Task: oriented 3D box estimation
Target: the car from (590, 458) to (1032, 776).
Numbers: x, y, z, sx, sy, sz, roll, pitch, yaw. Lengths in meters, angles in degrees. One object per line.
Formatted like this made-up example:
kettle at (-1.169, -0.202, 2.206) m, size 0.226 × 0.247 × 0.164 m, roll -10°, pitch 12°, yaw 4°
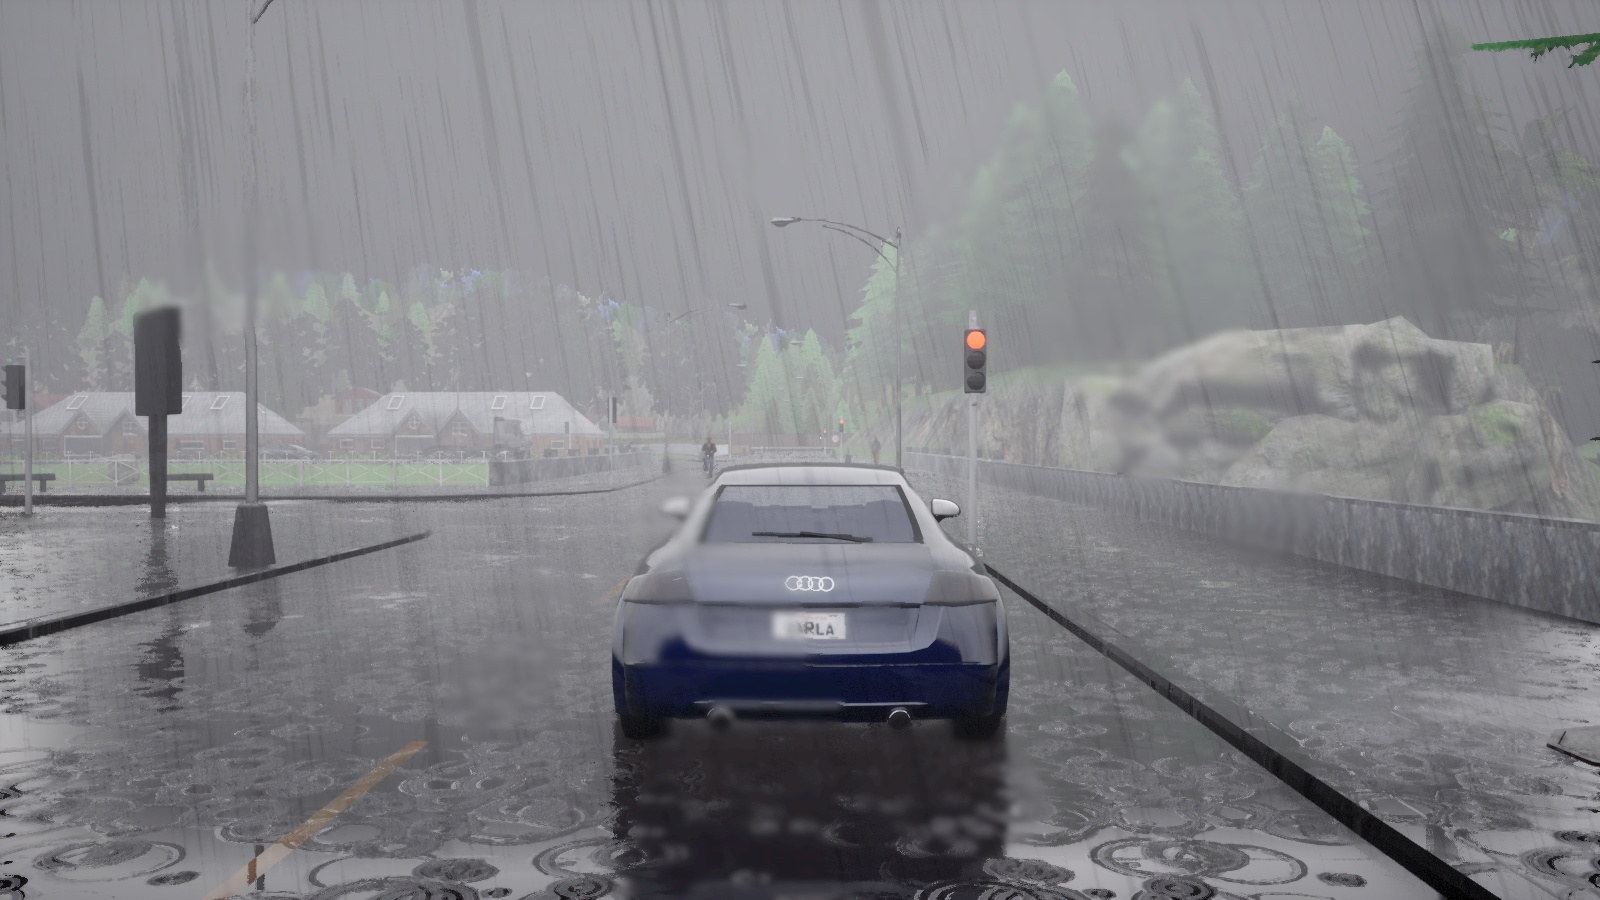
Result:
car at (0.066, 0.767, 7.763) m, size 1.994 × 1.385 × 4.181 m, roll 0°, pitch 0°, yaw 1°

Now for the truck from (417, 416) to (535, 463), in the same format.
truck at (-23.954, -0.780, 93.113) m, size 7.936 × 3.462 × 2.891 m, roll 0°, pitch 0°, yaw 0°

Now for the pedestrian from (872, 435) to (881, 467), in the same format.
pedestrian at (4.434, 0.049, 72.767) m, size 0.540 × 1.848 × 0.694 m, roll 0°, pitch 0°, yaw 1°
